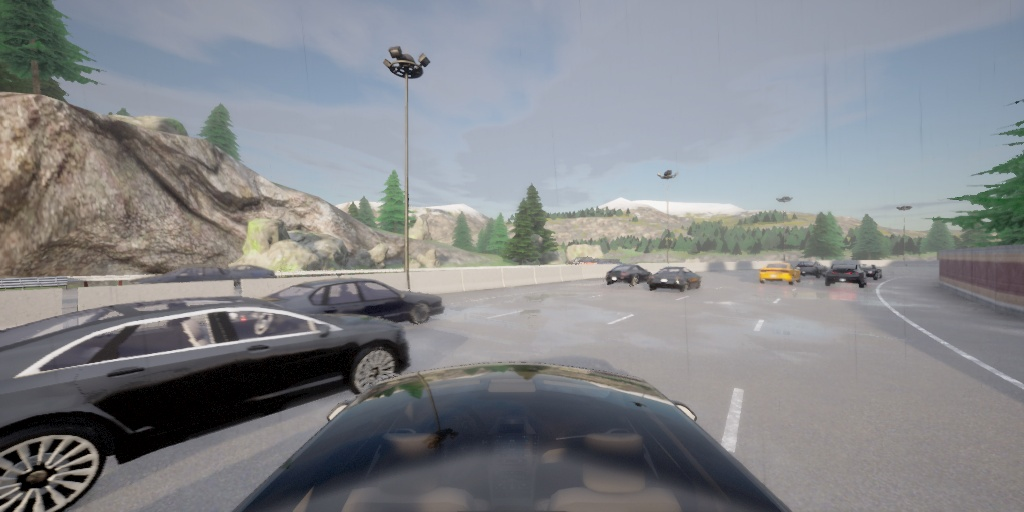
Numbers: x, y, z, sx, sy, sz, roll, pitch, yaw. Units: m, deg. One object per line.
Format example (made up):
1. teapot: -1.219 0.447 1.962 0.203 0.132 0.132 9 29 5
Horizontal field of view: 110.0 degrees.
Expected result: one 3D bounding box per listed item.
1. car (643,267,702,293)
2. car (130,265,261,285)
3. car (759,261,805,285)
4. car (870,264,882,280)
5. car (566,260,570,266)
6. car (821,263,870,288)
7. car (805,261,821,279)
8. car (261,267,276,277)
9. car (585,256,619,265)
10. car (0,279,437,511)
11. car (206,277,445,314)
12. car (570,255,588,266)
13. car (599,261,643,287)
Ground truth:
1. car: 9.701 1.313 21.169 1.994 1.385 4.181 0 0 42
2. car: -18.055 1.297 20.539 2.033 1.411 5.357 0 0 35
3. car: 19.747 1.227 26.340 5.008 1.535 1.882 0 0 -44
4. car: 30.414 1.351 30.942 4.718 1.301 1.895 0 0 -39
5. car: 9.734 0.759 50.478 4.553 1.767 2.097 0 0 -40
6. car: 22.476 1.255 24.107 4.892 1.490 1.837 0 0 -43
7. car: 27.685 1.241 33.218 4.902 1.511 2.128 0 0 -39
8. car: -19.009 1.314 25.060 1.994 1.385 4.181 0 0 37
9. car: 11.215 1.101 42.497 4.553 1.767 2.097 0 0 -41
10. car: -3.477 1.241 4.298 2.128 1.511 4.902 0 0 34
11. car: -4.298 1.297 9.455 2.033 1.411 5.357 0 0 36
12. car: 10.154 1.101 46.230 4.553 1.767 2.097 0 0 -41
13. car: 8.094 1.275 24.568 1.812 1.442 4.674 0 0 43
